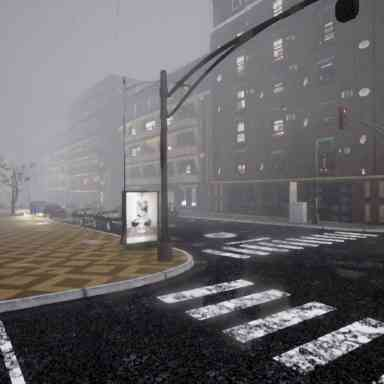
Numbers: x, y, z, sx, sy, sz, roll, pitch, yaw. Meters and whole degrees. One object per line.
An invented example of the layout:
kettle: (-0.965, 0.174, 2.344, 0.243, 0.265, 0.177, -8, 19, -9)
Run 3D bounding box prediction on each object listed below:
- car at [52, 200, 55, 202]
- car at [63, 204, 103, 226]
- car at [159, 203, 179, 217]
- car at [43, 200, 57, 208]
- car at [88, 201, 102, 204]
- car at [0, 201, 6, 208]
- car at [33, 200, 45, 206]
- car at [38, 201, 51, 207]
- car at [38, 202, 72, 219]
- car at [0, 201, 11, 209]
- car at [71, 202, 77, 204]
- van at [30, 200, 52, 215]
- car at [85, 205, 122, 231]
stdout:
car: (-25.350, 2.470, 60.605, 1.994, 1.385, 4.181, -1, -1, -36)
car: (-8.818, 1.969, 27.632, 2.008, 1.369, 4.403, -2, 0, -36)
car: (-3.132, 1.824, 34.506, 1.967, 1.590, 4.097, -2, 0, -36)
car: (-31.299, 2.528, 73.233, 1.967, 1.590, 4.097, -2, 0, -36)
car: (-14.977, 2.119, 50.672, 1.967, 1.590, 4.097, -2, 0, -36)
car: (-44.614, 2.863, 77.348, 1.887, 1.381, 4.507, -2, 0, -36)
car: (-37.824, 2.798, 82.258, 1.887, 1.381, 4.507, -2, 0, -36)
car: (-34.559, 2.736, 77.745, 1.947, 1.339, 4.313, -2, 0, -36)
car: (-14.893, 2.115, 36.109, 1.887, 1.381, 4.507, -2, 0, -36)
car: (-38.087, 2.704, 68.323, 2.008, 1.369, 4.403, -2, 0, -36)
car: (-21.505, 2.424, 59.695, 1.802, 1.307, 4.206, -2, 0, -36)
van: (-19.811, 2.035, 42.997, 1.690, 1.788, 3.998, -2, 0, -36)
car: (-5.554, 1.888, 23.119, 2.008, 1.369, 4.403, -2, 0, -36)
